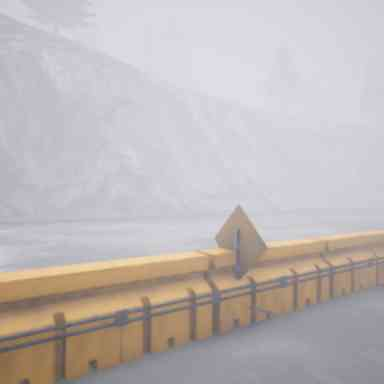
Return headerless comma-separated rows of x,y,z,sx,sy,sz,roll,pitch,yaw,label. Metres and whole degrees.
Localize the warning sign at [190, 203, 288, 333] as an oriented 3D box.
0.775,1.150,5.731,1.060,1.860,1.300,1,0,-35,warning sign
